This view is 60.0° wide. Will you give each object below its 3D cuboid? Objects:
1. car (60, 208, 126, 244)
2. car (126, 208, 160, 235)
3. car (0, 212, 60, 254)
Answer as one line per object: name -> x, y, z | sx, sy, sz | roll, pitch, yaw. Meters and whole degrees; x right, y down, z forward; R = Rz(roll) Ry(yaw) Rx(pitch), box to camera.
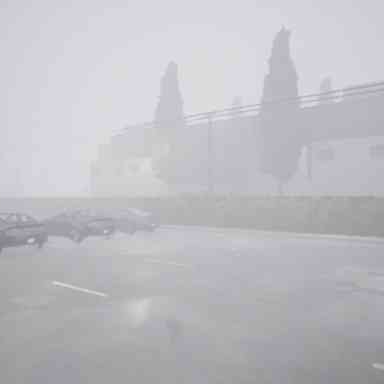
car -> -5.952, 1.627, 16.709 | 4.902, 1.511, 2.128 | -1, 0, 36
car -> -3.987, 1.661, 19.607 | 4.674, 1.442, 1.812 | 0, 0, 36
car -> -7.988, 1.627, 13.862 | 4.902, 1.511, 2.128 | -1, 0, 36
